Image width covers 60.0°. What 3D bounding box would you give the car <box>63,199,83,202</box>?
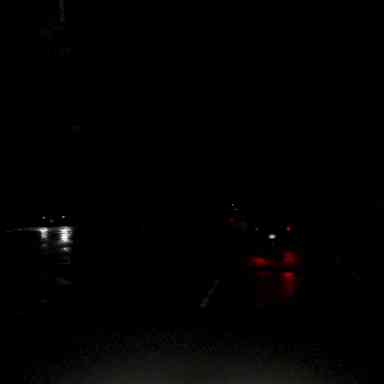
[{"bbox_3d":[-23.002,2.051,64.532,5.008,1.535,1.882,-1,0,39],"label":"car"}]

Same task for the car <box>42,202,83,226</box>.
[{"bbox_3d":[-9.868,1.771,25.809,1.812,1.442,4.674,-1,0,1],"label":"car"}]

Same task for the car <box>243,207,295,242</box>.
[{"bbox_3d":[3.623,1.555,16.055,1.895,1.301,4.718,-1,0,7],"label":"car"}]

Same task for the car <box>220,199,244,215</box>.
[{"bbox_3d":[4.083,1.468,34.355,2.128,1.511,4.902,-1,0,-4],"label":"car"}]

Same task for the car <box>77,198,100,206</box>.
[{"bbox_3d":[-21.017,2.047,67.400,4.902,1.511,2.128,-1,0,39],"label":"car"}]
